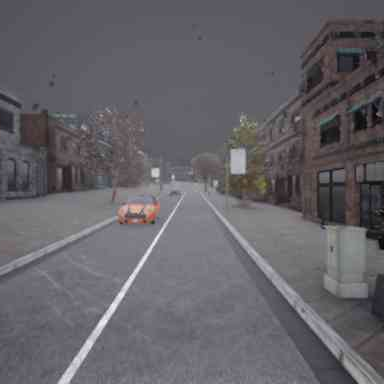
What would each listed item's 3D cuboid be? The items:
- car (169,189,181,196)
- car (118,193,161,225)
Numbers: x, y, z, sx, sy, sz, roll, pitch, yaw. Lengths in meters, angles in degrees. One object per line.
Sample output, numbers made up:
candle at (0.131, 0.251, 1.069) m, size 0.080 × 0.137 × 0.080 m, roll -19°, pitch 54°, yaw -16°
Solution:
car at (-3.150, 0.049, 62.194) m, size 1.994 × 1.385 × 4.181 m, roll 0°, pitch 2°, yaw 0°
car at (-3.132, 0.965, 20.524) m, size 2.097 × 1.767 × 4.553 m, roll 0°, pitch 2°, yaw 0°
